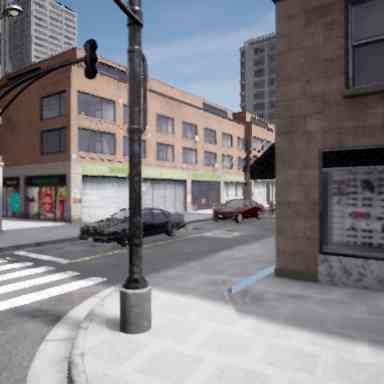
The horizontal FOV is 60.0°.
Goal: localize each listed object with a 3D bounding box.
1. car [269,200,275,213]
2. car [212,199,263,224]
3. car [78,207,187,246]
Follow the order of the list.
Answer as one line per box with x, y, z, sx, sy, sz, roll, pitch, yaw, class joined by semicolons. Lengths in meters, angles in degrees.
8.774;1.123;30.756;1.837;1.490;4.892;0;1;35;car
3.215;1.213;22.902;1.882;1.535;5.008;0;1;35;car
-2.399;1.398;14.952;2.033;1.411;5.357;0;1;35;car
